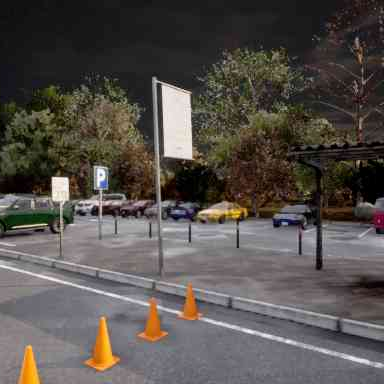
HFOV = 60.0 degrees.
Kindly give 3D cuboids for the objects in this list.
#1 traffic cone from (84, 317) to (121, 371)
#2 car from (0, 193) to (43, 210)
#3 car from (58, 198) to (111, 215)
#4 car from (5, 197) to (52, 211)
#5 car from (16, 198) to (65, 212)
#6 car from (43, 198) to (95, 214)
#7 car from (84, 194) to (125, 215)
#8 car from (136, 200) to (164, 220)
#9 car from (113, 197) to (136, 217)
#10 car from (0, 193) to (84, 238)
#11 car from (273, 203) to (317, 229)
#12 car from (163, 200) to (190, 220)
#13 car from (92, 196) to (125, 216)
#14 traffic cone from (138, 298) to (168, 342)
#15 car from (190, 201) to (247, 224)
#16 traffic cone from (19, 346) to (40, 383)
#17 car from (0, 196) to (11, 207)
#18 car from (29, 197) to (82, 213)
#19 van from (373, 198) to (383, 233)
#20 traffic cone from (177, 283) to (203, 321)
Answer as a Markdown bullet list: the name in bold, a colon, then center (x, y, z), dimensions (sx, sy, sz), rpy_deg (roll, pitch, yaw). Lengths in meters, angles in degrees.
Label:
- **traffic cone**: center (-1.182, 1.957, 4.398), dimensions (0.340, 0.580, 0.340), rpy_deg (0, 0, 35)
- **car**: center (-22.514, 1.153, 42.858), dimensions (2.435, 2.045, 5.566), rpy_deg (0, 0, 35)
- **car**: center (-11.145, 1.461, 34.889), dimensions (2.231, 1.521, 4.892), rpy_deg (0, 0, 35)
- **car**: center (-20.213, 1.452, 41.309), dimensions (2.163, 1.488, 4.792), rpy_deg (0, 0, 35)
- **car**: center (-17.970, 1.468, 39.660), dimensions (2.163, 1.488, 4.792), rpy_deg (0, 0, 35)
- **car**: center (-13.417, 1.455, 36.488), dimensions (2.097, 1.535, 5.008), rpy_deg (0, 0, 35)
- **car**: center (-8.889, 1.212, 33.274), dimensions (2.435, 2.045, 5.566), rpy_deg (0, 0, 35)
- **car**: center (-2.057, 1.473, 28.512), dimensions (2.231, 1.521, 4.892), rpy_deg (0, 0, 35)
- **car**: center (-4.328, 1.469, 30.108), dimensions (2.097, 1.535, 5.008), rpy_deg (0, 0, 35)
- **car**: center (-8.890, 1.221, 17.285), dimensions (2.435, 2.045, 5.566), rpy_deg (0, 0, 35)
- **car**: center (7.004, 1.513, 22.096), dimensions (2.163, 1.488, 4.792), rpy_deg (0, 0, 35)
- **car**: center (0.226, 1.504, 26.935), dimensions (2.163, 1.488, 4.792), rpy_deg (0, 0, 35)
- **car**: center (-6.599, 1.466, 31.705), dimensions (2.097, 1.535, 5.008), rpy_deg (0, 0, 35)
- **traffic cone**: center (-0.607, 1.957, 5.214), dimensions (0.340, 0.580, 0.340), rpy_deg (0, 0, 35)
- **car**: center (2.372, 1.475, 25.162), dimensions (1.946, 1.575, 5.366), rpy_deg (0, 0, 35)
- **traffic cone**: center (-1.758, 1.957, 3.582), dimensions (0.340, 0.580, 0.340), rpy_deg (0, 0, 35)
- **car**: center (-29.203, 1.332, 47.825), dimensions (1.946, 1.575, 5.366), rpy_deg (1, 0, 35)
- **car**: center (-15.579, 1.444, 38.241), dimensions (1.946, 1.575, 5.366), rpy_deg (0, 0, 35)
- **van**: center (11.627, 1.264, 19.022), dimensions (1.878, 1.987, 4.442), rpy_deg (0, 0, 35)
- **traffic cone**: center (-0.032, 1.957, 6.030), dimensions (0.340, 0.580, 0.340), rpy_deg (0, 0, 36)
